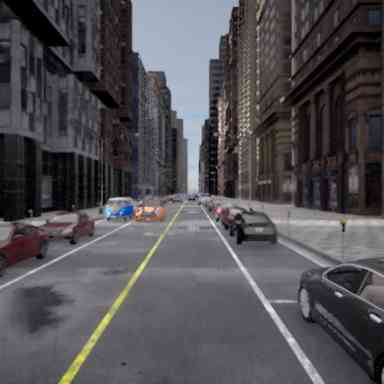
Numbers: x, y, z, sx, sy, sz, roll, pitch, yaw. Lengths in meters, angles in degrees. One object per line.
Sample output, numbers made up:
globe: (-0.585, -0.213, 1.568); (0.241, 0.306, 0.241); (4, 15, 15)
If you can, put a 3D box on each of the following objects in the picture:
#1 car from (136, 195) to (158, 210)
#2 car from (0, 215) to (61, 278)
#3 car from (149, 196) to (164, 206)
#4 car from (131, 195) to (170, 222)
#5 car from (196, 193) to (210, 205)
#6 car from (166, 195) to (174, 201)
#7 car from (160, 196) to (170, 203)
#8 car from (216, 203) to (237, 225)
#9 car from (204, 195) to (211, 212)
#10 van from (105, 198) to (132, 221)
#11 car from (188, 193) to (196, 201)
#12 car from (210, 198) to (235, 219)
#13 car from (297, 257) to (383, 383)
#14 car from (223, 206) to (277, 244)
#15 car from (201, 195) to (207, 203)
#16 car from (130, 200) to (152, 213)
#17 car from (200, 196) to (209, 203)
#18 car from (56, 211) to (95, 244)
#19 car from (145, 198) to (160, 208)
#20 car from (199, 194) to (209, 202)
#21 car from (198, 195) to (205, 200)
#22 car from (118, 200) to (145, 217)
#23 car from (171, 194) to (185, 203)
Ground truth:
car: (-5.780, 1.339, 43.637); (2.192, 1.841, 5.009); (0, 0, 0)
car: (-5.768, 1.586, 10.024); (1.802, 1.307, 4.206); (0, 0, 0)
car: (-5.783, 1.473, 54.841); (1.967, 1.590, 4.097); (0, 0, 0)
car: (-3.107, 1.365, 26.003); (2.097, 1.767, 4.553); (0, 0, 0)
car: (2.374, 1.258, 60.826); (2.150, 2.045, 5.566); (0, 0, 0)
car: (-5.794, 1.616, 88.454); (1.887, 1.381, 4.507); (0, 0, 0)
car: (-5.788, 1.616, 71.647); (1.947, 1.339, 4.313); (0, 0, 0)
car: (2.754, 1.592, 21.247); (1.802, 1.307, 4.206); (0, 0, 0)
car: (2.748, 1.461, 38.052); (1.967, 1.590, 4.097); (0, 0, 0)
van: (-5.774, 1.355, 26.831); (1.690, 1.788, 3.998); (0, 0, 0)
car: (-0.024, 1.445, 78.055); (2.033, 1.411, 5.357); (0, 0, 0)
car: (2.751, 1.454, 26.849); (1.967, 1.590, 4.097); (0, 0, 0)
car: (2.759, 1.553, 4.442); (2.008, 1.369, 4.403); (0, 0, 0)
car: (2.756, 1.573, 15.645); (1.947, 1.339, 4.313); (0, 0, 0)
car: (2.744, 1.554, 49.426); (1.752, 1.417, 4.829); (0, 0, 0)
car: (-5.777, 1.602, 38.034); (1.802, 1.307, 4.206); (0, 0, 0)
car: (2.737, 1.632, 71.663); (1.802, 1.307, 4.206); (0, 0, 0)
car: (-5.769, 1.589, 15.626); (1.802, 1.307, 4.206); (0, 0, 0)
car: (-5.781, 1.610, 49.239); (1.802, 1.307, 4.206); (0, 0, 0)
car: (2.734, 1.372, 77.264); (2.192, 1.841, 5.009); (0, 0, 0)
car: (2.730, 1.645, 94.069); (1.947, 1.339, 4.313); (0, 0, 0)
car: (-5.775, 1.542, 32.263); (1.752, 1.417, 4.829); (0, 0, 0)
car: (-3.026, 1.599, 67.906); (1.994, 1.385, 4.181); (0, 0, 0)
